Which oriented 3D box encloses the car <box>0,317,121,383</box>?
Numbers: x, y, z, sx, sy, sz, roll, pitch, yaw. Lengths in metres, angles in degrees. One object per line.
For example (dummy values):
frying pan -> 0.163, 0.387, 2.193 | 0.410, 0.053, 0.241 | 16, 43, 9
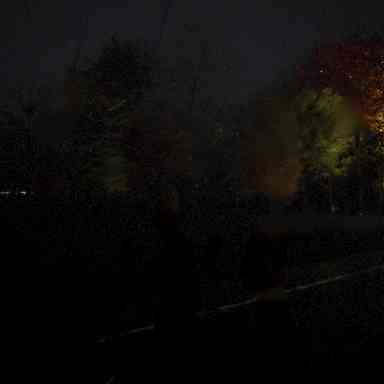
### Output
car -> -2.786, 1.490, 1.759 | 4.902, 1.511, 2.128 | 0, 0, -36
